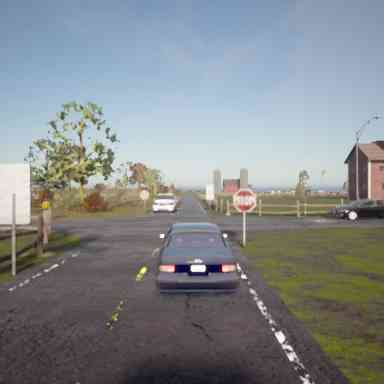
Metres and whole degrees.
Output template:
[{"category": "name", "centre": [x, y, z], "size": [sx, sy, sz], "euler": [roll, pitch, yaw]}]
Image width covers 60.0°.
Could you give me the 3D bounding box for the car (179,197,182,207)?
[{"category": "car", "centre": [-2.874, 1.305, 47.861], "size": [2.097, 1.767, 4.553], "euler": [0, 0, 0]}]

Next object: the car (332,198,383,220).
[{"category": "car", "centre": [12.941, 1.263, 24.591], "size": [4.892, 1.490, 1.837], "euler": [-1, 1, 0]}]

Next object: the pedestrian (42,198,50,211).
[{"category": "pedestrian", "centre": [-12.183, 1.387, 27.789], "size": [0.375, 1.860, 0.375], "euler": [0, 1, 0]}]

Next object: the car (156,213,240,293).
[{"category": "car", "centre": [0.067, 1.538, 9.001], "size": [2.033, 1.411, 5.357], "euler": [0, 0, -1]}]

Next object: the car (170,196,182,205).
[{"category": "car", "centre": [-2.832, 1.468, 59.524], "size": [1.812, 1.442, 4.674], "euler": [0, 0, 1]}]

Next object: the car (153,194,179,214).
[{"category": "car", "centre": [-2.870, 1.186, 35.737], "size": [2.150, 2.045, 5.566], "euler": [0, 0, 0]}]
